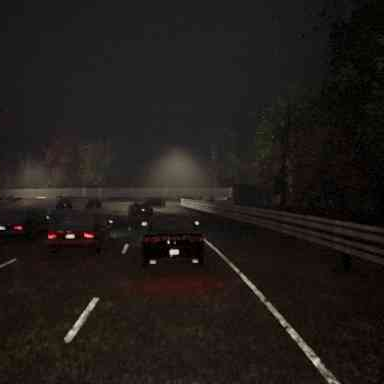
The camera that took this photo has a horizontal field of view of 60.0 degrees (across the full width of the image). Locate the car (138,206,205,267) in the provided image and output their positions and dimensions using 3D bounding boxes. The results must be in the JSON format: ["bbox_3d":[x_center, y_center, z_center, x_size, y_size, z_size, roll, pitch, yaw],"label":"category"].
[{"bbox_3d":[-0.723,1.474,11.488,1.882,1.535,5.008,0,0,-6],"label":"car"}]

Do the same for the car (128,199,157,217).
[{"bbox_3d":[-4.934,1.564,31.526,1.994,1.385,4.181,0,0,-17],"label":"car"}]

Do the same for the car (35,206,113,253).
[{"bbox_3d":[-4.454,1.555,13.804,2.033,1.411,5.357,0,0,-7],"label":"car"}]

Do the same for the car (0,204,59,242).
[{"bbox_3d":[-8.377,1.566,16.413,2.033,1.411,5.357,0,0,-10],"label":"car"}]

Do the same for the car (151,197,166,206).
[{"bbox_3d":[-5.052,1.469,48.778,1.882,1.535,5.008,0,0,6],"label":"car"}]

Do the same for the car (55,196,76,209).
[{"bbox_3d":[-16.612,1.596,43.077,1.994,1.385,4.181,0,0,-24],"label":"car"}]

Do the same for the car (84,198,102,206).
[{"bbox_3d":[-13.119,1.498,43.849,1.882,1.535,5.008,0,0,-24],"label":"car"}]
